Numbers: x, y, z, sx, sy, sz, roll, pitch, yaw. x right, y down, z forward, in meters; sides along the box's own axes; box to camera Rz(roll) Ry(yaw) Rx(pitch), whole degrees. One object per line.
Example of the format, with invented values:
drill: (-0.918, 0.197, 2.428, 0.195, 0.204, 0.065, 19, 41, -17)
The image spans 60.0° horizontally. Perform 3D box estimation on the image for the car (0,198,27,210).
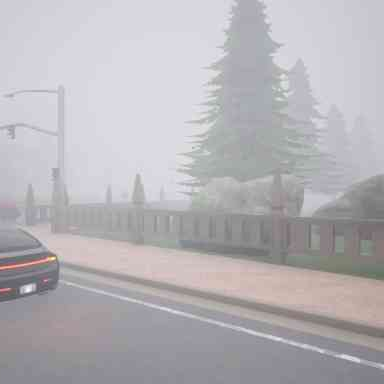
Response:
car: (-23.999, 1.547, 41.863, 2.033, 1.411, 5.357, 0, 0, 36)

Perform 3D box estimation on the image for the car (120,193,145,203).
car: (-11.563, 1.119, 65.223, 1.837, 1.490, 4.892, 0, 3, 36)

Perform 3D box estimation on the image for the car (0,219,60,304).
car: (-4.937, 1.505, 7.460, 4.892, 1.490, 1.837, 0, 0, 36)

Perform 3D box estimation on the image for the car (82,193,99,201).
car: (-17.997, 1.197, 56.242, 2.150, 2.045, 5.566, 0, 1, 36)

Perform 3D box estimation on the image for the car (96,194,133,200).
car: (-12.151, 1.479, 52.399, 1.837, 1.490, 4.892, 0, 1, 36)

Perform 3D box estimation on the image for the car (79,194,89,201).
car: (-18.505, 1.491, 49.524, 2.128, 1.511, 4.902, 0, 0, 36)

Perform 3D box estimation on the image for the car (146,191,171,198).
car: (-5.985, 0.845, 60.997, 2.150, 2.045, 5.566, 0, 3, 36)

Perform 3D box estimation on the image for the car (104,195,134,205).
car: (-12.647, 1.384, 57.722, 2.128, 1.511, 4.902, 0, 2, 36)

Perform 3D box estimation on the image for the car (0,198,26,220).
car: (-15.263, 1.222, 23.696, 2.150, 2.045, 5.566, 0, 0, 36)

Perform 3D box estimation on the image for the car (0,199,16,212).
car: (-22.619, 1.564, 37.788, 1.994, 1.385, 4.181, 0, 0, 36)

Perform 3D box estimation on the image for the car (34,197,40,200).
car: (-23.699, 1.505, 48.285, 1.837, 1.490, 4.892, 0, 0, 36)

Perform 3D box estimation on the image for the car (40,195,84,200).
car: (-17.514, 1.526, 44.898, 1.812, 1.442, 4.674, 0, 0, 36)
